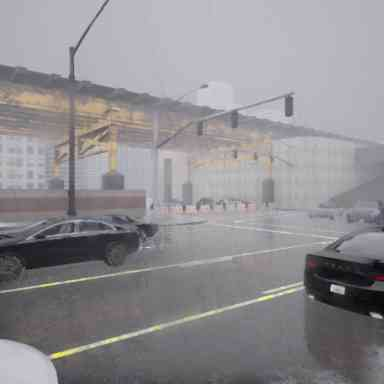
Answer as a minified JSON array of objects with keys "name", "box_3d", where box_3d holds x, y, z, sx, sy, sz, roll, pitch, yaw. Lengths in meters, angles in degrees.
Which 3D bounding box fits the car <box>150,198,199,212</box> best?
[{"name":"car","box_3d":[-2.038,1.446,37.209,4.974,1.542,2.038,0,0,8]}]

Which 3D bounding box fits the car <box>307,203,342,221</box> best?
[{"name":"car","box_3d":[11.120,1.592,27.588,1.895,1.301,4.718,0,0,36]}]

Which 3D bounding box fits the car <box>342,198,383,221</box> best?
[{"name":"car","box_3d":[12.620,1.344,23.859,2.097,1.767,4.553,0,0,37]}]

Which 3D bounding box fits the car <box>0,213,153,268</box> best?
[{"name":"car","box_3d":[-3.899,1.491,9.828,4.902,1.511,2.128,0,0,-36]}]

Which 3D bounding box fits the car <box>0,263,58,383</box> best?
[{"name":"car","box_3d":[-3.081,1.526,1.541,4.674,1.442,1.812,0,0,-36]}]

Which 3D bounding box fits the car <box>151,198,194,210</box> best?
[{"name":"car","box_3d":[-2.089,1.288,37.216,4.536,1.218,1.853,0,0,8]}]

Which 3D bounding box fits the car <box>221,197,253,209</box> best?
[{"name":"car","box_3d":[5.513,1.285,43.710,4.536,1.218,1.853,0,0,-7]}]

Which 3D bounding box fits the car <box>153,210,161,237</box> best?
[{"name":"car","box_3d":[-3.883,1.599,14.138,4.718,1.301,1.895,0,0,-36]}]

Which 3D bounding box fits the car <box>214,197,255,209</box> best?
[{"name":"car","box_3d":[5.564,1.442,43.717,4.974,1.542,2.038,0,0,-7]}]

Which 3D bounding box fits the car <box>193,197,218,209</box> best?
[{"name":"car","box_3d":[1.700,1.287,39.975,1.853,1.218,4.536,0,0,18]}]

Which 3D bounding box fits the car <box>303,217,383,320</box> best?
[{"name":"car","box_3d":[4.446,1.475,7.010,5.008,1.535,1.882,0,0,-36]}]

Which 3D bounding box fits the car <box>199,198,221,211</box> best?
[{"name":"car","box_3d":[1.685,1.444,39.925,2.038,1.542,4.974,0,0,18]}]
